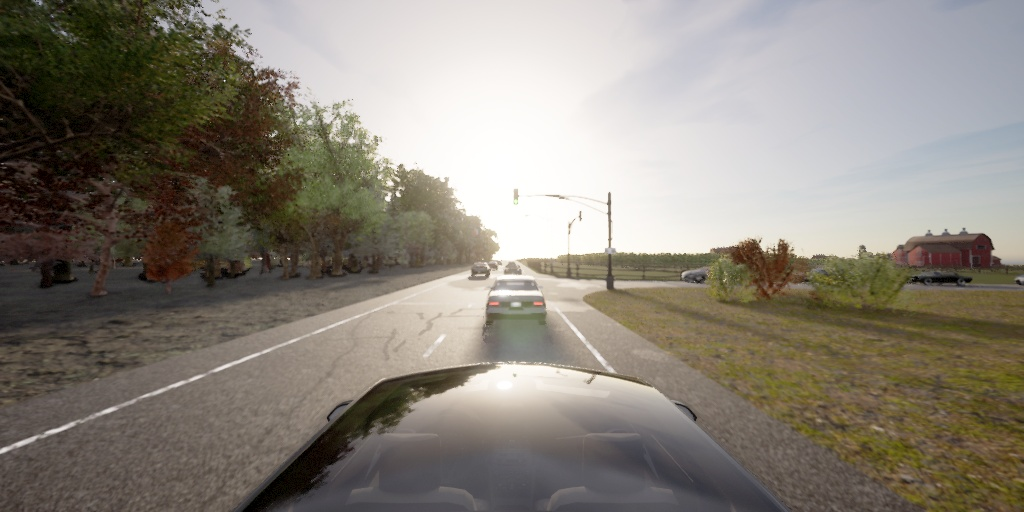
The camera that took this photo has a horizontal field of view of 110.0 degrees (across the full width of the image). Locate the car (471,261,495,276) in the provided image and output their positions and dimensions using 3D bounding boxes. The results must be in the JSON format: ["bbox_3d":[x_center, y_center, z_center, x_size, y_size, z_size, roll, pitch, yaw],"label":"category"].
[{"bbox_3d":[-3.407,1.464,39.778,2.128,1.511,4.902,0,0,0],"label":"car"}]

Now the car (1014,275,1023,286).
[{"bbox_3d":[48.558,2.002,32.321,4.902,1.511,2.128,1,-1,1],"label":"car"}]

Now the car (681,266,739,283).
[{"bbox_3d":[17.995,1.670,32.528,4.902,1.511,2.128,1,-1,1],"label":"car"}]

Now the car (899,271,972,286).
[{"bbox_3d":[38.165,1.999,32.410,4.718,1.301,1.895,1,-1,0],"label":"car"}]

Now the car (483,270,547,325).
[{"bbox_3d":[0.110,1.359,12.120,2.033,1.411,5.357,0,0,0],"label":"car"}]

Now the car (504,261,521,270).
[{"bbox_3d":[0.092,1.579,40.811,1.895,1.301,4.718,0,0,0],"label":"car"}]

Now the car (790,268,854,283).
[{"bbox_3d":[27.981,1.792,32.463,4.892,1.490,1.837,1,-1,0],"label":"car"}]

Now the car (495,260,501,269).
[{"bbox_3d":[-3.413,1.629,63.422,1.812,1.442,4.674,0,0,0],"label":"car"}]
